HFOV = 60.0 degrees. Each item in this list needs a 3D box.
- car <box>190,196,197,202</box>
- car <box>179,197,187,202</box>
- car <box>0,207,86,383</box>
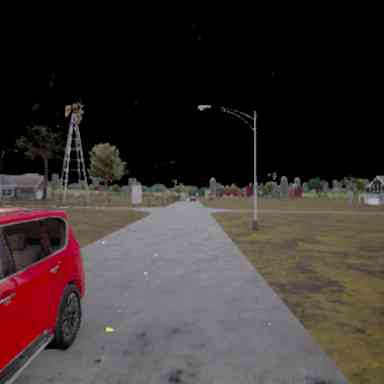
[{"bbox_3d":[0.314,1.976,92.980,1.882,1.535,5.008,0,0,0],"label":"car"},{"bbox_3d":[-2.452,2.029,88.219,1.994,1.385,4.181,0,0,0],"label":"car"},{"bbox_3d":[-2.841,1.243,3.369,2.150,2.045,5.566,0,0,0],"label":"car"}]
